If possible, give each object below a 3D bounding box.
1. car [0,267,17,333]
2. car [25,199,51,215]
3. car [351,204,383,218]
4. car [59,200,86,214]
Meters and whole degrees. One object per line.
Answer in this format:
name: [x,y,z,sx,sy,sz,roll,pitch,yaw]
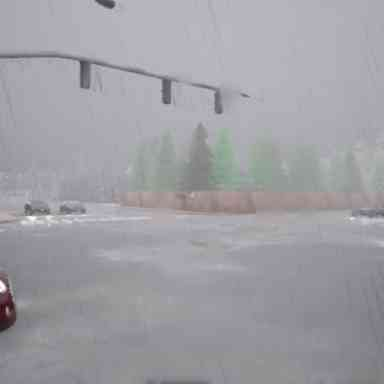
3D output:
car: [-4.955,1.337,4.523,4.553,1.767,2.097,1,0,-35]
car: [-16.110,1.563,34.599,1.837,1.490,4.892,1,0,-36]
car: [18.200,1.878,34.144,4.181,1.385,1.994,1,0,-35]
car: [-13.115,1.616,36.431,1.812,1.442,4.674,1,0,-36]
